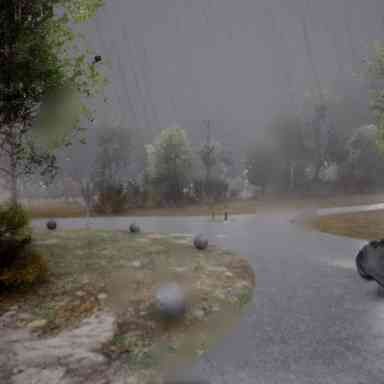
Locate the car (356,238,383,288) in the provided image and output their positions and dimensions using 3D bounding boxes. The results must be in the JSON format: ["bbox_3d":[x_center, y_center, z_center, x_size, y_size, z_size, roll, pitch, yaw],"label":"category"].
[{"bbox_3d":[4.874,1.510,6.868,1.812,1.442,4.674,0,0,15],"label":"car"}]
